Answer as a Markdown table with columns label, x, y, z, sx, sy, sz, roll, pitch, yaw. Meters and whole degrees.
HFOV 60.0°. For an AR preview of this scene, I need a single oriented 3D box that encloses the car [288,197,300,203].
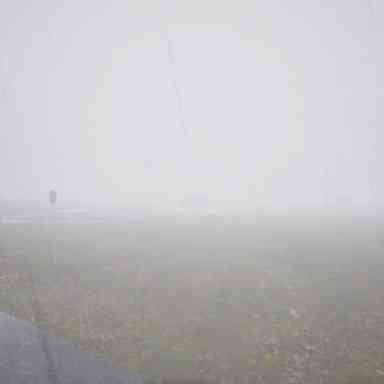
| label | x | y | z | sx | sy | sz | roll | pitch | yaw |
| --- | --- | --- | --- | --- | --- | --- | --- | --- | --- |
| car | 27.414 | 2.063 | 89.180 | 1.882 | 1.535 | 5.008 | 2 | 0 | 36 |

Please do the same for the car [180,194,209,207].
| label | x | y | z | sx | sy | sz | roll | pitch | yaw |
| --- | --- | --- | --- | --- | --- | --- | --- | --- | --- |
| car | 0.453 | 1.379 | 51.849 | 2.150 | 2.045 | 5.566 | 2 | 2 | 36 |
